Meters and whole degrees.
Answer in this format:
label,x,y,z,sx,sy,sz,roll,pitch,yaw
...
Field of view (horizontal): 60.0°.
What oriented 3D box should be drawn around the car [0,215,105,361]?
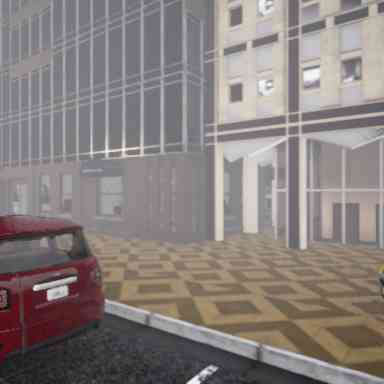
label,x,y,z,sx,sy,sz,roll,pitch,yaw
car,-3.574,1.301,5.429,5.009,1.841,2.192,0,0,35
